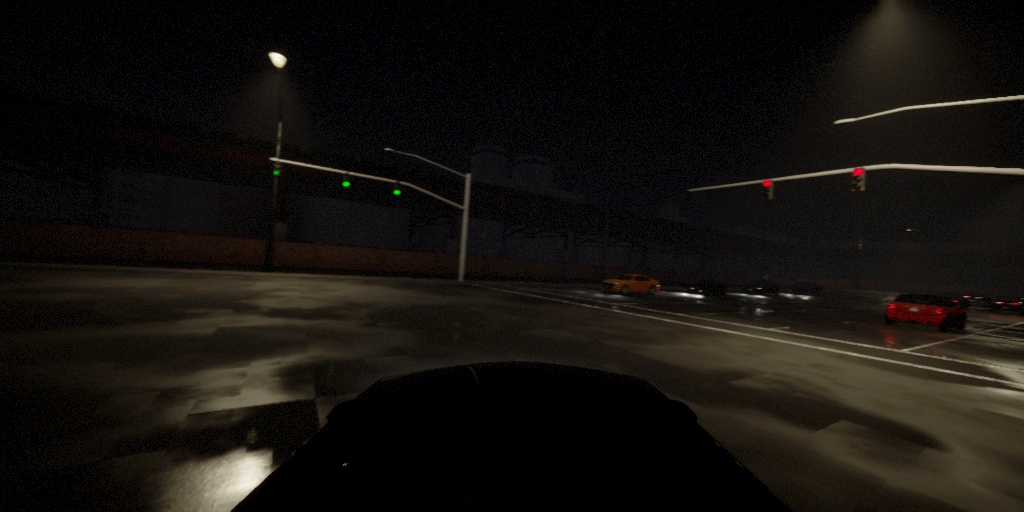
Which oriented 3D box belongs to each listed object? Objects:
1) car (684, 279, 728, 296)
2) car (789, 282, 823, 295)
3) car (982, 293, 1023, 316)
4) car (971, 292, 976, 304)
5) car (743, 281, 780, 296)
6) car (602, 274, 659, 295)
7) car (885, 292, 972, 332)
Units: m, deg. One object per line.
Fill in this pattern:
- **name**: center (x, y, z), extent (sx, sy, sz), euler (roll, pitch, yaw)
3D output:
- **car**: center (17.776, 2.831, 32.827), extent (4.181, 1.385, 1.994), euler (4, 0, -30)
- **car**: center (35.211, 3.843, 42.904), extent (5.008, 1.535, 1.882), euler (3, 0, -30)
- **car**: center (44.226, 4.366, 31.832), extent (4.902, 1.511, 2.128), euler (3, 0, -30)
- **car**: center (43.051, 4.359, 35.146), extent (5.357, 1.411, 2.033), euler (3, 0, -31)
- **car**: center (26.425, 3.356, 37.840), extent (4.674, 1.442, 1.812), euler (4, 0, -30)
- **car**: center (9.227, 2.148, 27.857), extent (5.008, 1.535, 1.882), euler (4, 0, -30)
- **car**: center (21.410, 2.769, 18.516), extent (4.553, 1.767, 2.097), euler (4, 0, -30)
